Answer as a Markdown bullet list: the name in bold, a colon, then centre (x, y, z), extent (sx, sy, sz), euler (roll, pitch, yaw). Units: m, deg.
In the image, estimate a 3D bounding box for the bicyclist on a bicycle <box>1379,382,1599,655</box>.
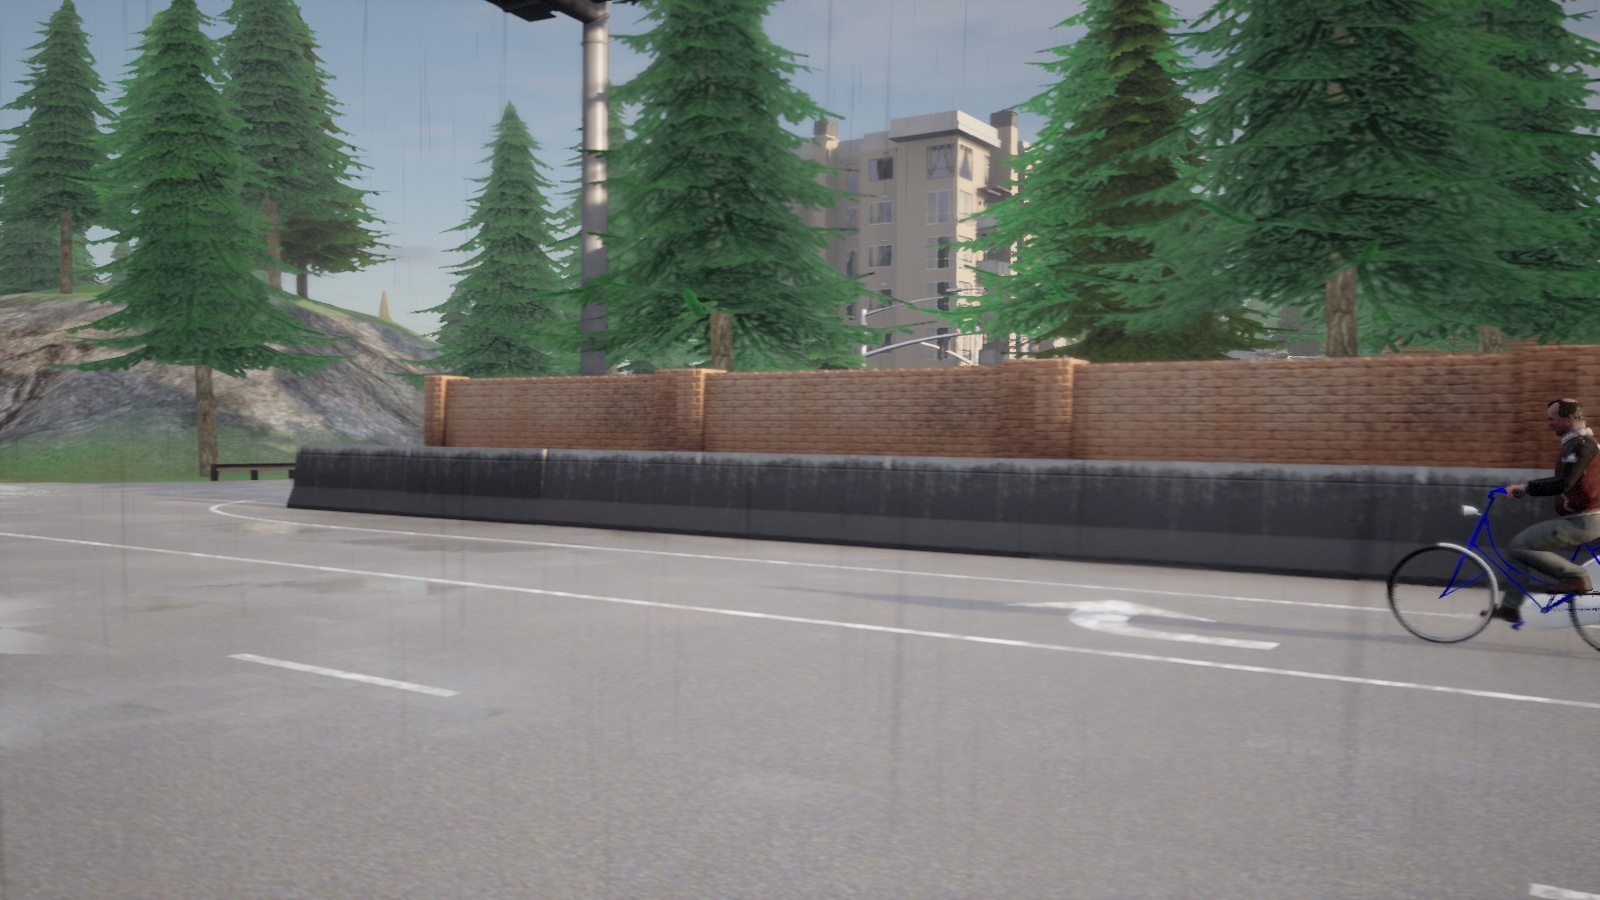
- **bicyclist on a bicycle**: centre (5.055, 0.438, 8.665), extent (1.843, 1.776, 0.659), euler (0, 1, 34)
